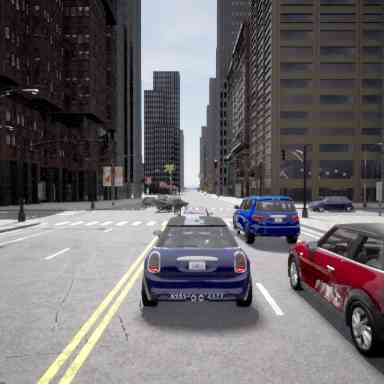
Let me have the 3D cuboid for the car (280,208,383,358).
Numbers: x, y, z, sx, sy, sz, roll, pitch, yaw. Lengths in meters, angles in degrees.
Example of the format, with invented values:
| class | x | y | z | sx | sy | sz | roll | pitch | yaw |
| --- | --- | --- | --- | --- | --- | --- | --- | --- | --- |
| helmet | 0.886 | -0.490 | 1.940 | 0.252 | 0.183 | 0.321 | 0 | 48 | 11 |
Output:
| class | x | y | z | sx | sy | sz | roll | pitch | yaw |
| --- | --- | --- | --- | --- | --- | --- | --- | --- | --- |
| car | 3.344 | 1.349 | 6.180 | 2.097 | 1.767 | 4.553 | 0 | 0 | 0 |

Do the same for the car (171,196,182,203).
| class | x | y | z | sx | sy | sz | roll | pitch | yaw |
| --- | --- | --- | --- | --- | --- | --- | --- | --- | --- |
| car | -3.265 | 1.496 | 71.473 | 2.033 | 1.411 | 5.357 | 0 | 0 | 0 |

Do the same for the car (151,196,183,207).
| class | x | y | z | sx | sy | sz | roll | pitch | yaw |
| --- | --- | --- | --- | --- | --- | --- | --- | --- | --- |
| car | -2.086 | 1.477 | 38.106 | 1.837 | 1.490 | 4.892 | 2 | 1 | 34 |

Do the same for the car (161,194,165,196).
| class | x | y | z | sx | sy | sz | roll | pitch | yaw |
| --- | --- | --- | --- | --- | --- | --- | --- | --- | --- |
| car | -3.344 | 1.490 | 51.331 | 1.812 | 1.442 | 4.674 | 0 | 0 | 2 |

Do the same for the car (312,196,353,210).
| class | x | y | z | sx | sy | sz | roll | pitch | yaw |
| --- | --- | --- | --- | --- | --- | --- | --- | --- | --- |
| car | 16.670 | 1.323 | 39.635 | 4.097 | 1.590 | 1.967 | 0 | 1 | 0 |

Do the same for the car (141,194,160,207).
| class | x | y | z | sx | sy | sz | roll | pitch | yaw |
| --- | --- | --- | --- | --- | --- | --- | --- | --- | --- |
| car | -6.597 | 1.469 | 51.389 | 1.837 | 1.490 | 4.892 | 0 | 0 | 2 |

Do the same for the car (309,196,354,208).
| class | x | y | z | sx | sy | sz | roll | pitch | yaw |
| --- | --- | --- | --- | --- | --- | --- | --- | --- | --- |
| car | 15.345 | 1.277 | 36.934 | 4.553 | 1.767 | 2.097 | 0 | 1 | -1 |

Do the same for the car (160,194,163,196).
| class | x | y | z | sx | sy | sz | roll | pitch | yaw |
| --- | --- | --- | --- | --- | --- | --- | --- | --- | --- |
| car | -6.586 | 1.524 | 61.309 | 1.994 | 1.385 | 4.181 | 0 | 0 | 0 |

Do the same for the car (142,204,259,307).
| class | x | y | z | sx | sy | sz | roll | pitch | yaw |
| --- | --- | --- | --- | --- | --- | --- | --- | --- | --- |
| car | 0.094 | 1.348 | 8.138 | 2.097 | 1.767 | 4.553 | 0 | 0 | 0 |

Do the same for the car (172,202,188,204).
| class | x | y | z | sx | sy | sz | roll | pitch | yaw |
| --- | --- | --- | --- | --- | --- | --- | --- | --- | --- |
| car | 0.090 | 1.480 | 17.075 | 2.128 | 1.511 | 4.902 | 0 | 0 | 0 |

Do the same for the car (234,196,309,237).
| class | x | y | z | sx | sy | sz | roll | pitch | yaw |
| --- | --- | --- | --- | --- | --- | --- | --- | --- | --- |
| car | 3.349 | 1.211 | 15.890 | 2.150 | 2.045 | 5.566 | 0 | 0 | -2 |

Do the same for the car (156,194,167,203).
| class | x | y | z | sx | sy | sz | roll | pitch | yaw |
| --- | --- | --- | --- | --- | --- | --- | --- | --- | --- |
| car | -6.515 | 1.312 | 71.280 | 2.097 | 1.767 | 4.553 | 0 | 0 | 0 |

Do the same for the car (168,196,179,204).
| class | x | y | z | sx | sy | sz | roll | pitch | yaw |
| --- | --- | --- | --- | --- | --- | --- | --- | --- | --- |
| car | -3.334 | 1.486 | 61.088 | 1.812 | 1.442 | 4.674 | 0 | 0 | 0 |
